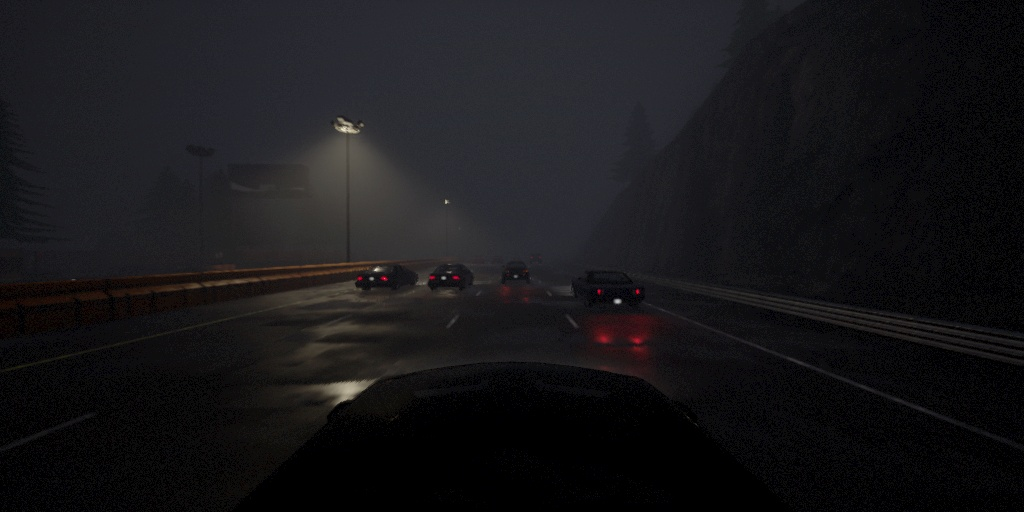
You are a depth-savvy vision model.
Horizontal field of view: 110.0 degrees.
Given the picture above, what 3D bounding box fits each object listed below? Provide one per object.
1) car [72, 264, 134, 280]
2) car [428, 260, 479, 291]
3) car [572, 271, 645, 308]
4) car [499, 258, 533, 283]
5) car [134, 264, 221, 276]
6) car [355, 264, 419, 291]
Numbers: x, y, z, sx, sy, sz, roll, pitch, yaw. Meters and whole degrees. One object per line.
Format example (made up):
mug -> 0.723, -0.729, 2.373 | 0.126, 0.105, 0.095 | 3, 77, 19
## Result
car -> -24.340, 1.229, 22.998 | 2.033, 1.411, 5.357 | 0, 0, 1
car -> -3.380, 1.144, 20.630 | 2.033, 1.411, 5.357 | 0, 0, 2
car -> 3.618, 1.237, 14.435 | 1.895, 1.301, 4.718 | 0, 0, 0
car -> 0.279, 1.080, 24.921 | 1.812, 1.442, 4.674 | 0, 0, 1
car -> -20.840, 1.201, 22.950 | 1.994, 1.385, 4.181 | 0, 0, 1
car -> -6.885, 1.153, 20.279 | 2.033, 1.411, 5.357 | 0, 0, 2
